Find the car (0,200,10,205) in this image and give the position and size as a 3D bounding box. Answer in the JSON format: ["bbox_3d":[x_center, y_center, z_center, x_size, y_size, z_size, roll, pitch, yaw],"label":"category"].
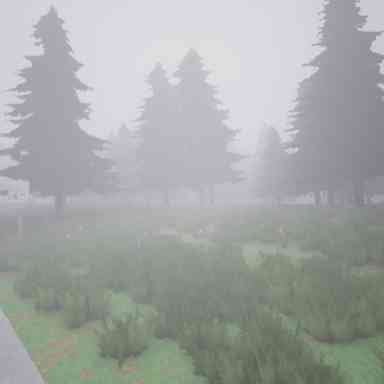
[{"bbox_3d":[-22.475,1.609,38.791,1.812,1.442,4.674,-3,1,-7],"label":"car"}]

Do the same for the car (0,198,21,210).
[{"bbox_3d":[-26.639,1.707,47.185,1.837,1.490,4.892,-5,1,5],"label":"car"}]
